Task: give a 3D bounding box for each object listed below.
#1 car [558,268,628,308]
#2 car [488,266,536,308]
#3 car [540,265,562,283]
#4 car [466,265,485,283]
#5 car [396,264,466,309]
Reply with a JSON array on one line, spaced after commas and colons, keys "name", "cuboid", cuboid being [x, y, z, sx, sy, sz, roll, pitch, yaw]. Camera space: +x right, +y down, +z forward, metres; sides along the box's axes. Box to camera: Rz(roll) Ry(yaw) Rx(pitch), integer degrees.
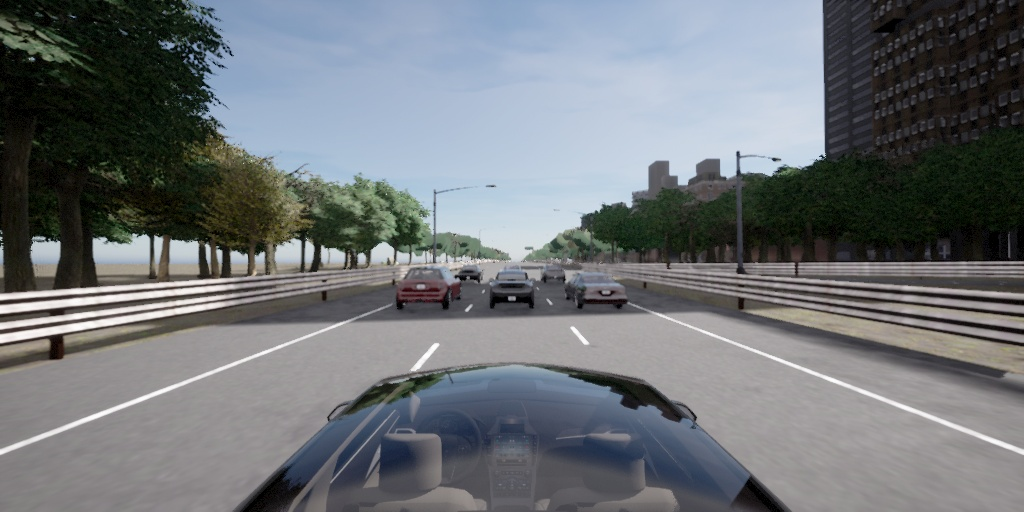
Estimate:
[{"name": "car", "cuboid": [3.499, 1.426, 15.835, 2.033, 1.411, 5.357, 0, 0, 0]}, {"name": "car", "cuboid": [0.003, 1.389, 16.127, 1.837, 1.490, 4.892, 0, 0, 0]}, {"name": "car", "cuboid": [3.501, 1.504, 31.133, 2.128, 1.511, 4.902, 0, 0, 0]}, {"name": "car", "cuboid": [-3.499, 1.520, 31.145, 1.837, 1.490, 4.892, 0, 0, 0]}, {"name": "car", "cuboid": [-3.500, 1.229, 15.921, 2.097, 1.767, 4.553, 0, -1, 0]}]
